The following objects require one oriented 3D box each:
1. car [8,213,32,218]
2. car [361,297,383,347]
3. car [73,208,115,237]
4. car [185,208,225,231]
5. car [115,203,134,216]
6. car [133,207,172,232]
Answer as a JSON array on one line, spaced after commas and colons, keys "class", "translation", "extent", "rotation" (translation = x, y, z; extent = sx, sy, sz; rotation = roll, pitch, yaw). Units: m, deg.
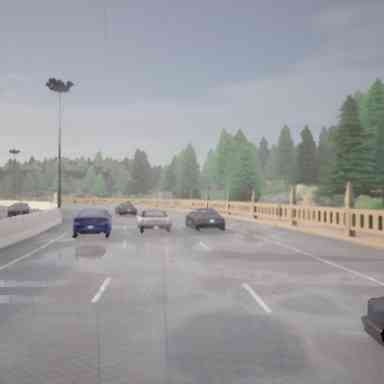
[{"class": "car", "translation": [-17.652, 1.831, 34.193], "extent": [1.882, 1.535, 5.008], "rotation": [0, -1, -22]}, {"class": "car", "translation": [3.472, 1.567, 2.407], "extent": [2.033, 1.411, 5.357], "rotation": [0, -1, -2]}, {"class": "car", "translation": [-5.686, 1.673, 19.356], "extent": [1.882, 1.535, 5.008], "rotation": [0, -1, -12]}, {"class": "car", "translation": [0.794, 1.779, 22.397], "extent": [1.994, 1.385, 4.181], "rotation": [0, -1, -12]}, {"class": "car", "translation": [-7.541, 1.937, 37.596], "extent": [1.994, 1.385, 4.181], "rotation": [0, -1, -21]}, {"class": "car", "translation": [-2.586, 1.814, 21.721], "extent": [1.895, 1.301, 4.718], "rotation": [0, -1, -12]}]
